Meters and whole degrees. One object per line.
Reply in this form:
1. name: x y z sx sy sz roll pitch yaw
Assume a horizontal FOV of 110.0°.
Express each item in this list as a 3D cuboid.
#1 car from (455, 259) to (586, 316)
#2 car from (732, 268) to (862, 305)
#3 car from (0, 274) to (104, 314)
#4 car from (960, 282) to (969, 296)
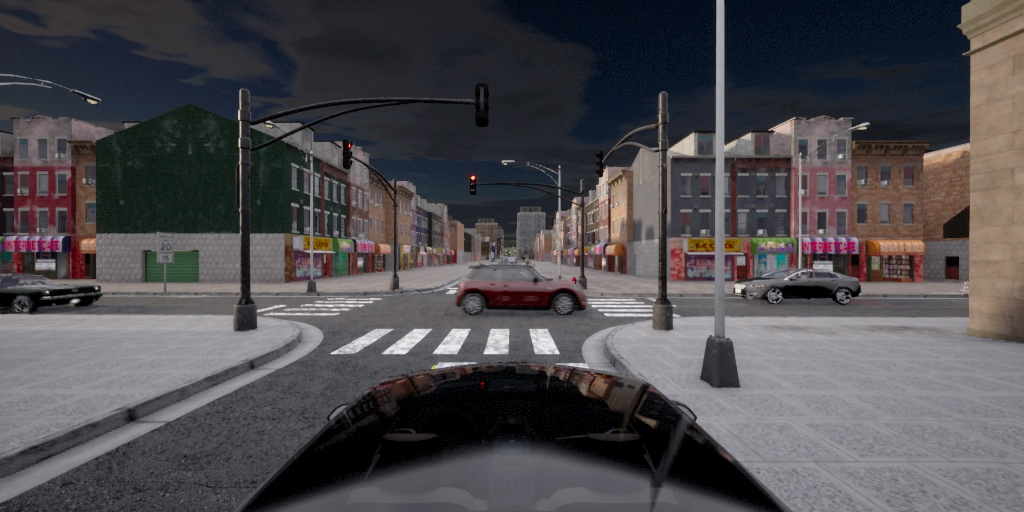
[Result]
1. car: 0.318 1.107 12.883 4.553 1.767 2.097 0 0 0
2. car: 12.446 1.277 15.841 4.902 1.511 2.128 0 0 0
3. car: -17.882 1.302 12.863 4.718 1.301 1.895 0 0 0
4. car: 23.131 1.420 15.850 4.718 1.301 1.895 0 0 0
